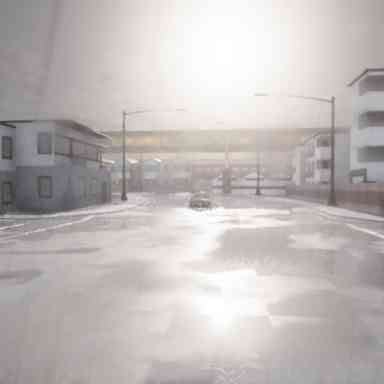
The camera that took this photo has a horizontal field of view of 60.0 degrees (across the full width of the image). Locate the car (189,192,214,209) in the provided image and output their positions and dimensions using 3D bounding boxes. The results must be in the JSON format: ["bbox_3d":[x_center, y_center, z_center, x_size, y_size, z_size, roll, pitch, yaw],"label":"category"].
[{"bbox_3d":[0.928,0.779,30.597,1.837,1.490,4.892,2,3,5],"label":"car"}]

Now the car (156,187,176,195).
[{"bbox_3d":[-4.375,-0.171,55.776,1.895,1.301,4.718,0,2,-29],"label":"car"}]
